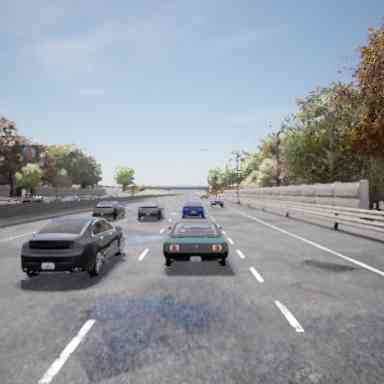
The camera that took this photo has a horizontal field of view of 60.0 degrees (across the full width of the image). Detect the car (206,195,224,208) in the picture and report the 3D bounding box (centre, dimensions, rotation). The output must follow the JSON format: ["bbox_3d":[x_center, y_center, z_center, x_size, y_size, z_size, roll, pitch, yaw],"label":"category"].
[{"bbox_3d":[3.520,1.470,48.056,1.895,1.301,4.718,0,0,0],"label":"car"}]

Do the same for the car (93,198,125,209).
[{"bbox_3d":[-6.887,1.496,28.032,2.128,1.511,4.902,0,0,0],"label":"car"}]

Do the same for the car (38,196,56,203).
[{"bbox_3d":[-24.501,1.520,58.568,2.128,1.511,4.902,0,0,1],"label":"car"}]

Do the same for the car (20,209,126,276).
[{"bbox_3d":[-3.396,1.504,10.270,1.837,1.490,4.892,0,0,0],"label":"car"}]

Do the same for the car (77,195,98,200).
[{"bbox_3d":[-17.519,1.375,57.325,2.097,1.767,4.553,0,0,1],"label":"car"}]

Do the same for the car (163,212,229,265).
[{"bbox_3d":[0.108,1.600,11.582,1.895,1.301,4.718,0,0,0],"label":"car"}]

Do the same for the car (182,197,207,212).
[{"bbox_3d":[0.114,1.483,29.657,1.882,1.535,5.008,0,0,0],"label":"car"}]

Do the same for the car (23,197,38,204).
[{"bbox_3d":[-27.982,1.624,58.880,1.895,1.301,4.718,0,0,0],"label":"car"}]

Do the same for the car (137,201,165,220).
[{"bbox_3d":[-3.386,1.496,28.028,2.128,1.511,4.902,0,0,0],"label":"car"}]

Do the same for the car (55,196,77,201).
[{"bbox_3d":[-21.004,1.570,57.229,2.033,1.411,5.357,0,0,1],"label":"car"}]
